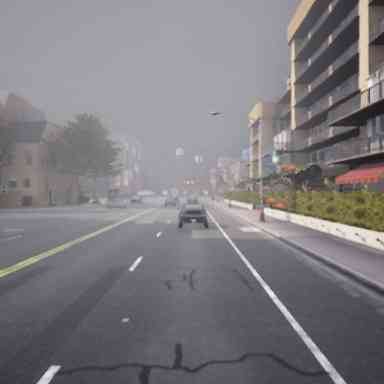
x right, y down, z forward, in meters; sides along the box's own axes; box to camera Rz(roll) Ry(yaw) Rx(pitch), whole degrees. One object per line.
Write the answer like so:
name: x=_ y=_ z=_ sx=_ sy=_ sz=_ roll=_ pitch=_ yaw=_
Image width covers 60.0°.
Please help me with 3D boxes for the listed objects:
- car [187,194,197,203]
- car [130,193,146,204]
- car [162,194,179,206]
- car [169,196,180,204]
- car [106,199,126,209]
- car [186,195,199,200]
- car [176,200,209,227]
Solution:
car: x=-0.018 y=1.359 z=67.537 sx=2.097 sy=1.767 sz=4.553 roll=0 pitch=0 yaw=0
car: x=-10.536 y=1.483 z=63.330 sx=1.882 sy=1.535 sz=5.008 roll=0 pitch=0 yaw=0
car: x=-3.414 y=1.551 z=54.249 sx=2.033 sy=1.411 sz=5.357 roll=0 pitch=0 yaw=0
car: x=-3.518 y=1.509 z=67.392 sx=1.837 sy=1.490 sz=4.892 roll=0 pitch=0 yaw=0
car: x=-10.597 y=1.605 z=46.315 sx=1.895 sy=1.301 sz=4.718 roll=0 pitch=0 yaw=0
car: x=0.069 y=1.357 z=54.537 sx=2.097 sy=1.767 sz=4.553 roll=0 pitch=0 yaw=0
car: x=0.094 y=1.507 z=22.703 sx=1.837 sy=1.490 sz=4.892 roll=0 pitch=0 yaw=0
